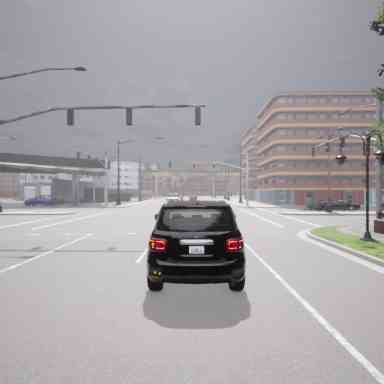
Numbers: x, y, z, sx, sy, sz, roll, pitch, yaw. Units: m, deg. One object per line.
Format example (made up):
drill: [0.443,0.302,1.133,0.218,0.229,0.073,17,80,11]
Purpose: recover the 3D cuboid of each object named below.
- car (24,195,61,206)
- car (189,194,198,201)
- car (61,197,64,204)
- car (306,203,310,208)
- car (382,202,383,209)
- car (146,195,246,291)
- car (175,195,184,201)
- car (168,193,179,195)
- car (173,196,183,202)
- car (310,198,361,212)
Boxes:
car: [-23.263,1.295,51.115,4.611,1.667,2.242,0,0,1]
car: [0.287,1.372,81.202,2.128,1.511,4.902,0,0,0]
car: [-23.974,1.456,56.867,3.806,1.475,1.970,0,0,1]
car: [16.723,1.505,41.148,4.892,1.490,1.837,0,0,1]
car: [25.895,1.352,41.061,4.553,1.767,2.097,0,0,0]
car: [0.095,1.221,9.164,2.150,2.045,5.566,0,0,0]
car: [-3.244,1.514,85.480,2.128,1.511,4.902,0,0,0]
car: [-3.066,1.221,54.541,2.150,2.045,5.566,0,0,2]
car: [-3.168,1.540,75.151,2.033,1.411,5.357,0,0,0]
car: [16.337,1.601,37.672,4.718,1.301,1.895,0,0,-3]
